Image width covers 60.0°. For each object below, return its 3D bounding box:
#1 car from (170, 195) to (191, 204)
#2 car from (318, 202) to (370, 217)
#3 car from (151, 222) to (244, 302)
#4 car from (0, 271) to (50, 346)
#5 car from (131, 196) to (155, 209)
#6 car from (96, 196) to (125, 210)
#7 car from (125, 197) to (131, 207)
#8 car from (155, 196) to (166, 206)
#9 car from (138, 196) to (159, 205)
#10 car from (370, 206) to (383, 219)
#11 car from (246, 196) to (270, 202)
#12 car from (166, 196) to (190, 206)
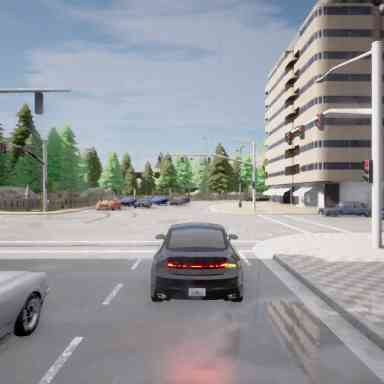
[{"bbox_3d":[-2.194,1.478,65.288,1.882,1.535,5.008,0,0,28],"label":"car"},{"bbox_3d":[14.609,1.603,30.905,5.357,1.411,2.033,0,0,0],"label":"car"},{"bbox_3d":[0.118,1.505,8.238,1.837,1.490,4.892,0,0,1],"label":"car"},{"bbox_3d":[-3.425,1.601,3.718,1.895,1.301,4.718,0,0,0],"label":"car"},{"bbox_3d":[-6.737,1.564,45.999,1.994,1.385,4.181,0,0,0],"label":"car"},{"bbox_3d":[-10.394,1.352,41.775,2.097,1.767,4.553,0,0,2],"label":"car"},{"bbox_3d":[-9.861,1.478,50.986,1.882,1.535,5.008,0,0,7],"label":"car"},{"bbox_3d":[-5.627,1.478,55.805,1.882,1.535,5.008,0,0,14],"label":"car"},{"bbox_3d":[-7.818,1.505,60.705,1.837,1.490,4.892,0,0,19],"label":"car"},{"bbox_3d":[17.705,1.581,27.395,4.674,1.442,1.812,0,0,0],"label":"car"},{"bbox_3d":[15.203,1.595,74.682,4.718,1.301,1.895,0,0,-33],"label":"car"},{"bbox_3d":[-2.101,1.547,55.411,2.033,1.411,5.357,0,0,13],"label":"car"}]
